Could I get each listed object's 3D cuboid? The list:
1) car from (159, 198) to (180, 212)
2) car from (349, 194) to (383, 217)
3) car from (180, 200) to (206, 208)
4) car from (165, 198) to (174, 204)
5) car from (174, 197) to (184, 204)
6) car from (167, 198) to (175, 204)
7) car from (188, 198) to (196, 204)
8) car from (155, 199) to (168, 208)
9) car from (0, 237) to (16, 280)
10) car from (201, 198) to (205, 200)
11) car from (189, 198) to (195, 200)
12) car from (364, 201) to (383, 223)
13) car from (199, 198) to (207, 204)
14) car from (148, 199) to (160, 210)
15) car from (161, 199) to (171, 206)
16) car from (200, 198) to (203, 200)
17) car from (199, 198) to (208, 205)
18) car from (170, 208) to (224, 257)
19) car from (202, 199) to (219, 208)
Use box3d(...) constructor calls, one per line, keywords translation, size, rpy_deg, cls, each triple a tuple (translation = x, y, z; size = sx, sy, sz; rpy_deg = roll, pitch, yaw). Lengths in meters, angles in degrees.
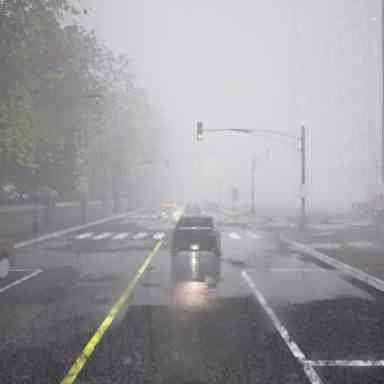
box3d(translation=(-3.079, 1.924, 46.561), size=(1.882, 1.535, 5.008), rpy_deg=(0, -1, 0), cls="car")
box3d(translation=(16.592, 1.189, 28.687), size=(5.566, 2.045, 2.150), rpy_deg=(-1, -1, 0), cls="car")
box3d(translation=(0.104, 1.886, 35.644), size=(2.033, 1.411, 5.357), rpy_deg=(0, -1, 0), cls="car")
box3d(translation=(-5.679, 2.284, 84.885), size=(1.967, 1.590, 4.097), rpy_deg=(0, -1, 0), cls="car")
box3d(translation=(-2.992, 1.907, 77.746), size=(2.128, 1.511, 4.902), rpy_deg=(0, -1, 0), cls="car")
box3d(translation=(-5.680, 2.450, 90.516), size=(1.887, 1.381, 4.507), rpy_deg=(0, -1, 0), cls="car")
box3d(translation=(0.008, 2.235, 82.744), size=(2.033, 1.411, 5.357), rpy_deg=(0, -1, 0), cls="car")
box3d(translation=(-5.682, 2.046, 62.358), size=(1.967, 1.590, 4.097), rpy_deg=(0, -1, 0), cls="car")
box3d(translation=(-5.816, 1.616, 7.543), size=(1.887, 1.381, 4.507), rpy_deg=(0, -1, 0), cls="car")
box3d(translation=(2.697, 2.057, 51.091), size=(1.947, 1.339, 4.313), rpy_deg=(0, -1, 0), cls="car")
box3d(translation=(0.007, 2.240, 72.327), size=(2.033, 1.411, 5.357), rpy_deg=(0, -1, 0), cls="car")
box3d(translation=(14.676, 1.488, 22.870), size=(4.313, 1.339, 1.947), rpy_deg=(-1, 0, 0), cls="car")
box3d(translation=(2.701, 2.284, 84.884), size=(1.967, 1.590, 4.097), rpy_deg=(0, -1, 0), cls="car")
box3d(translation=(-5.684, 2.074, 51.091), size=(1.802, 1.307, 4.206), rpy_deg=(0, -1, 0), cls="car")
box3d(translation=(-5.681, 2.247, 73.451), size=(1.752, 1.417, 4.829), rpy_deg=(0, -1, 0), cls="car")
box3d(translation=(2.697, 2.114, 56.723), size=(1.947, 1.339, 4.313), rpy_deg=(0, -1, 0), cls="car")
box3d(translation=(2.700, 2.223, 79.253), size=(1.967, 1.590, 4.097), rpy_deg=(0, -1, 0), cls="car")
box3d(translation=(0.214, 1.632, 13.603), size=(1.837, 1.490, 4.892), rpy_deg=(0, -1, 3), cls="car")
box3d(translation=(2.696, 2.001, 45.459), size=(1.947, 1.339, 4.313), rpy_deg=(0, -1, 0), cls="car")
